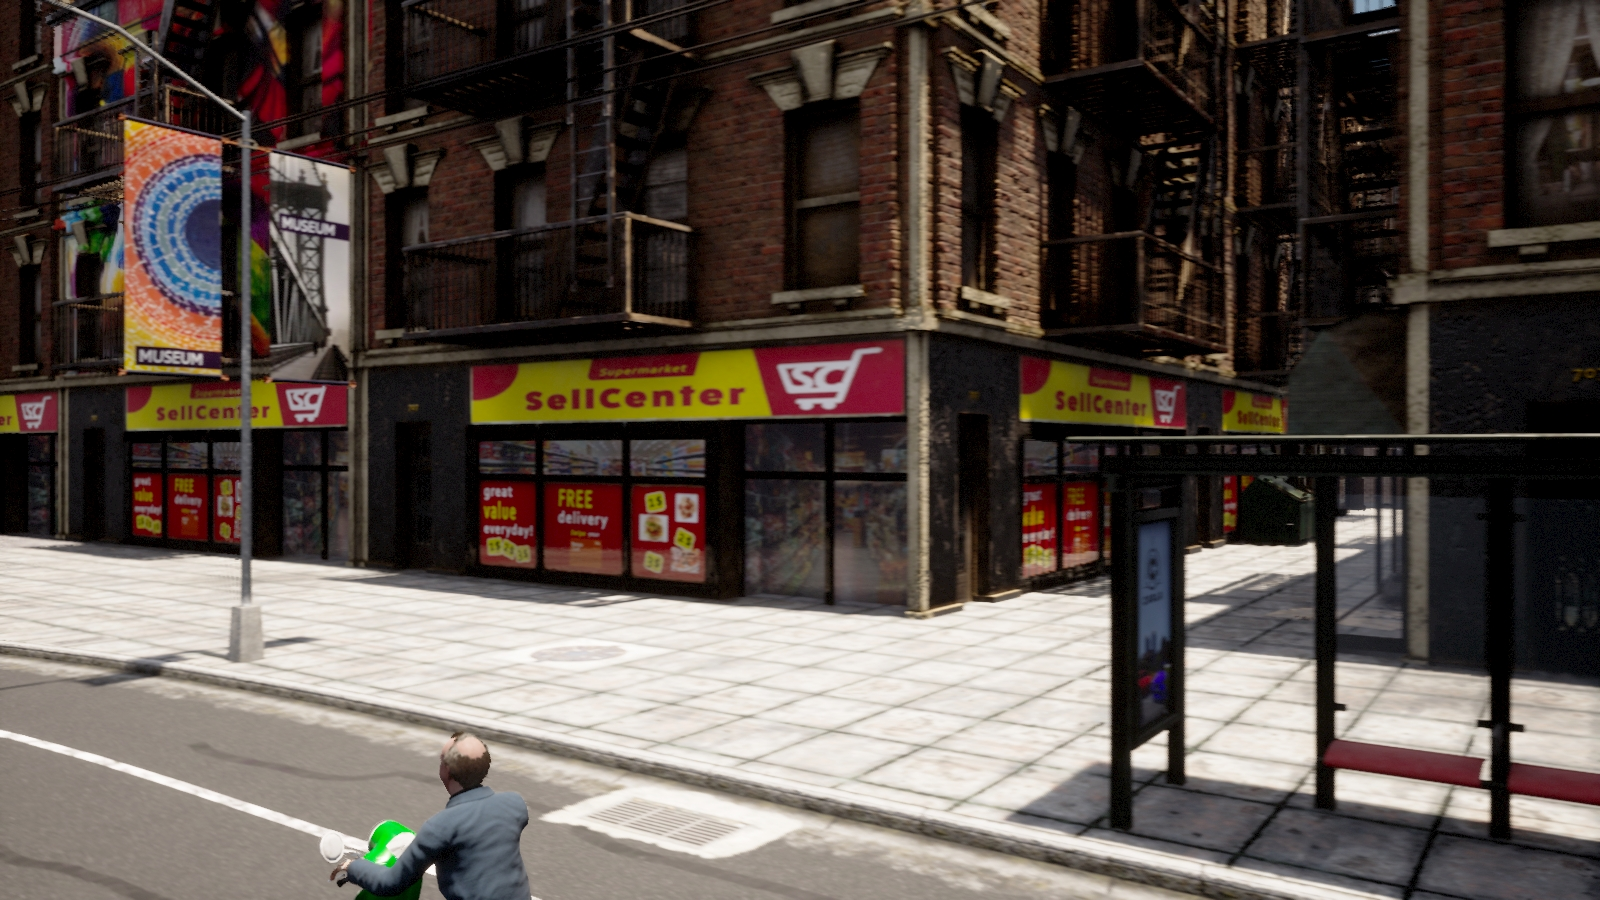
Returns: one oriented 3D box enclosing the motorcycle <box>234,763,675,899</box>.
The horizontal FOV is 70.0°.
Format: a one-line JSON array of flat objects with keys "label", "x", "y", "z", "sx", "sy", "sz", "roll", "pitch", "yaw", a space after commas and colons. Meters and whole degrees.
[{"label": "motorcycle", "x": -1.496, "y": 2.182, "z": 4.833, "sx": 1.805, "sy": 1.236, "sz": 0.856, "roll": 0, "pitch": 0, "yaw": 35}]
